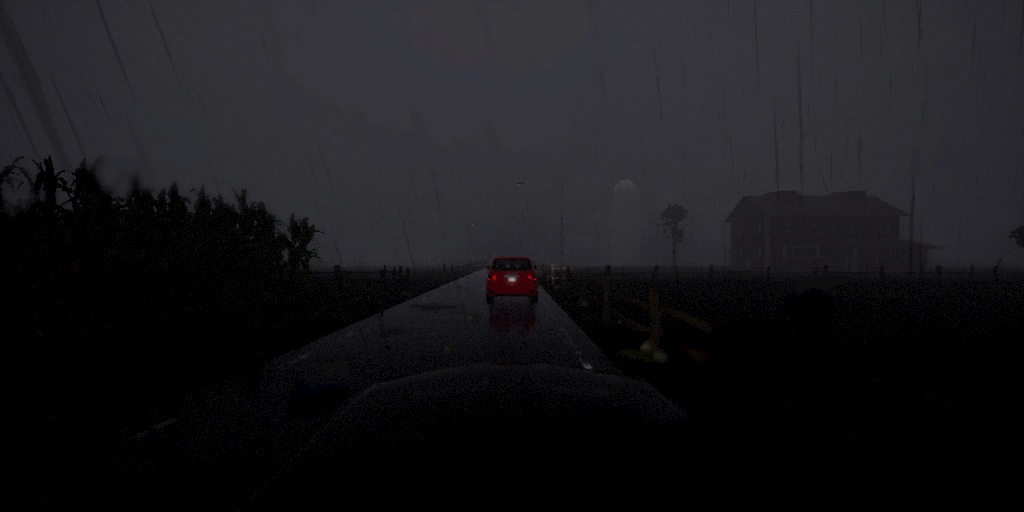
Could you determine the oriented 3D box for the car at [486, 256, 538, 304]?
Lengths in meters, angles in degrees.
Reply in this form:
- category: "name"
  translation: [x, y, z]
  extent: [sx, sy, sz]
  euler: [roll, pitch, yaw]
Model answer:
- category: "car"
  translation: [0.001, 1.008, 16.531]
  extent: [2.150, 2.045, 5.566]
  euler: [0, 0, 0]
